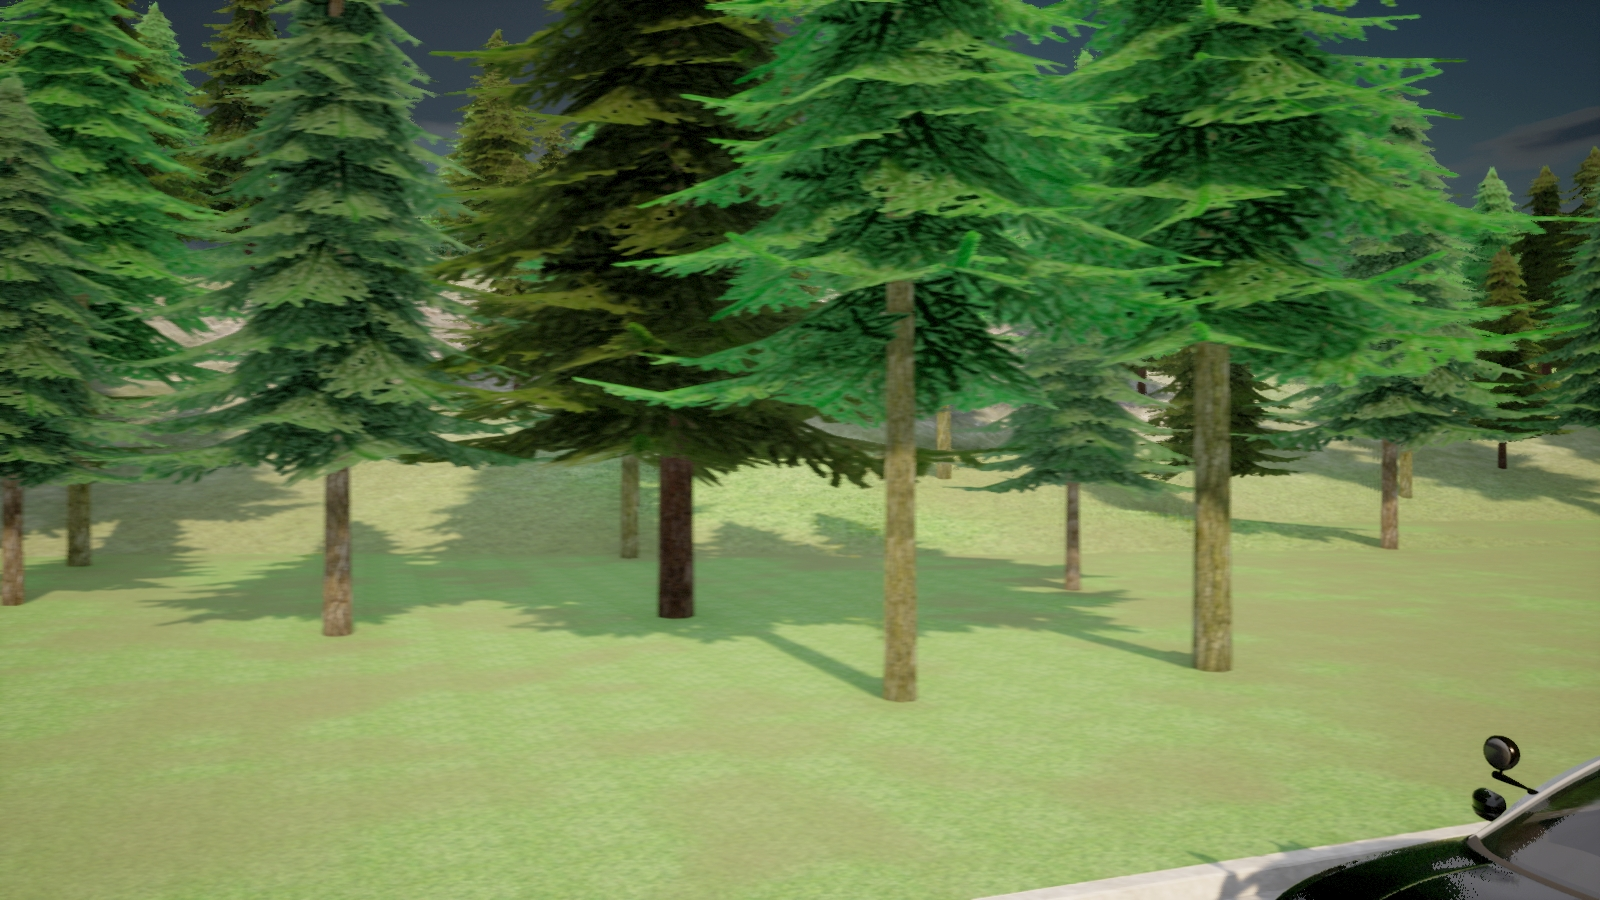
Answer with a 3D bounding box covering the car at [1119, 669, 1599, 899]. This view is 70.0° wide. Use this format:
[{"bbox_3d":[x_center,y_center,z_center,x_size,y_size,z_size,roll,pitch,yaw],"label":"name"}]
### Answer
[{"bbox_3d":[4.226,1.983,4.953,5.238,1.638,2.097,0,0,-20],"label":"car"}]
